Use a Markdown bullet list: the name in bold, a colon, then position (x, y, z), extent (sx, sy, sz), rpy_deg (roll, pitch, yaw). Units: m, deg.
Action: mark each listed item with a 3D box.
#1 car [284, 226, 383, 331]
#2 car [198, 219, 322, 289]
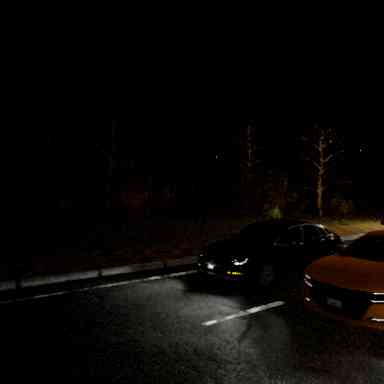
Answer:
- **car**: position (4.316, 1.554, 6.886), extent (5.008, 1.535, 1.882), rpy_deg (1, 0, -37)
- **car**: position (2.407, 1.580, 9.519), extent (4.892, 1.490, 1.837), rpy_deg (1, 0, -37)
